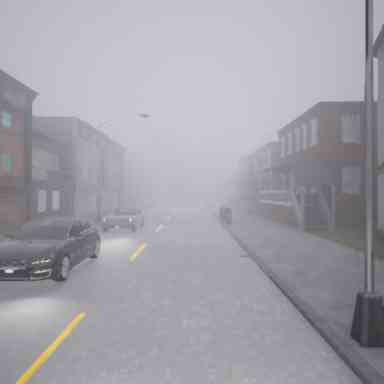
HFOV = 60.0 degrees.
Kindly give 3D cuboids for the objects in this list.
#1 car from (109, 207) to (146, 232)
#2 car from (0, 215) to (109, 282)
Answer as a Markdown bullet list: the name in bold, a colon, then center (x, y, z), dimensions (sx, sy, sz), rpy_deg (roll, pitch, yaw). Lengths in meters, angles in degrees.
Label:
- **car**: center (-4.074, 1.615, 20.337), dimensions (1.895, 1.301, 4.718), rpy_deg (0, 0, 0)
- **car**: center (-4.088, 1.511, 9.864), dimensions (1.837, 1.490, 4.892), rpy_deg (0, 0, 0)
